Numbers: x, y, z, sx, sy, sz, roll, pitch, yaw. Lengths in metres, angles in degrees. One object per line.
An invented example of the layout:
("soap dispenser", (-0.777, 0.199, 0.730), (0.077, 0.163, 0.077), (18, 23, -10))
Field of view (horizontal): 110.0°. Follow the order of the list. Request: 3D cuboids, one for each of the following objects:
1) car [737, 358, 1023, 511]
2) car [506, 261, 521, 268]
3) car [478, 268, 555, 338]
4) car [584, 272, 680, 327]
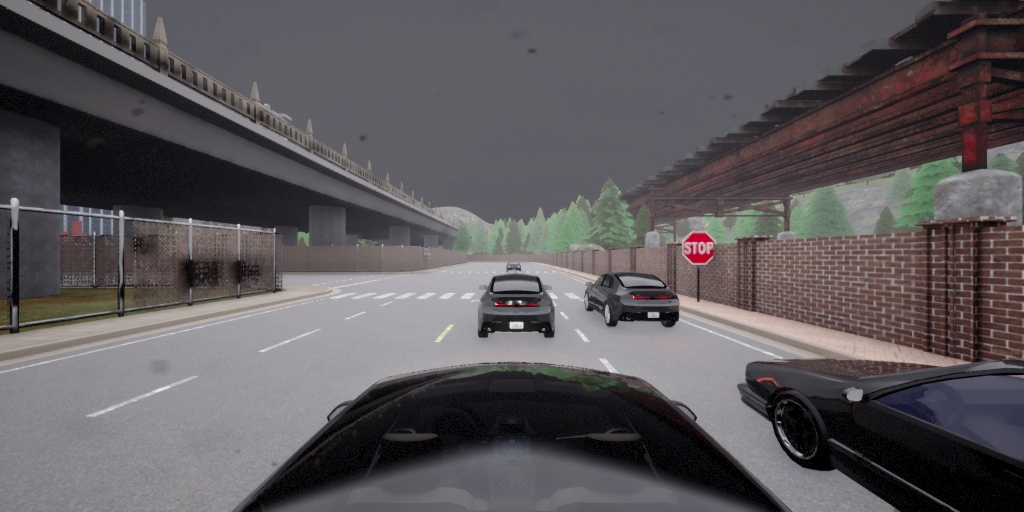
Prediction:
("car", (3.600, 1.297, 1.788), (2.033, 1.411, 5.357), (0, 0, 0))
("car", (0.213, 1.351, 46.369), (1.895, 1.301, 4.718), (0, 0, -1))
("car", (0.104, 1.255, 10.177), (1.837, 1.490, 4.892), (0, 0, 0))
("car", (3.606, 1.255, 11.534), (1.837, 1.490, 4.892), (0, 0, 0))
